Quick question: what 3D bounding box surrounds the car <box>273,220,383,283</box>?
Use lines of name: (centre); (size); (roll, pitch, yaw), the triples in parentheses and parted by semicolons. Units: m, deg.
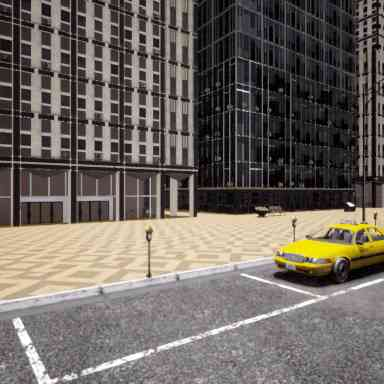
car: (4.421, 1.526, 9.667); (4.829, 1.417, 1.752); (0, 0, -35)
